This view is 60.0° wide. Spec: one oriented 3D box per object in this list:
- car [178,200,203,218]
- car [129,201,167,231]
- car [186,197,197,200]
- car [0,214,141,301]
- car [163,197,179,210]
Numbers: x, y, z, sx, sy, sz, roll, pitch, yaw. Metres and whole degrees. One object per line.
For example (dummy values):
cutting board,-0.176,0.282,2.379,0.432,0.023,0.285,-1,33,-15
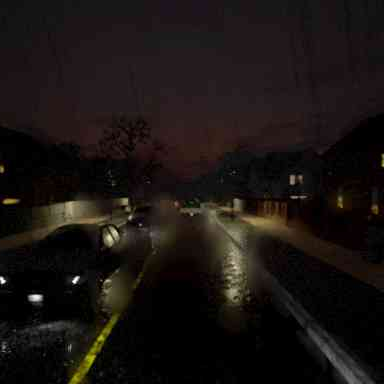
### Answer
car,-0.006,1.668,30.660,1.895,1.301,4.718,0,0,0
car,-2.848,1.553,20.849,1.812,1.442,4.674,0,0,0
car,-0.123,1.499,45.328,2.097,1.767,4.553,0,0,-1
car,-2.853,1.550,8.735,2.033,1.411,5.357,0,0,0
car,-2.896,1.502,45.504,2.097,1.767,4.553,0,0,-2
